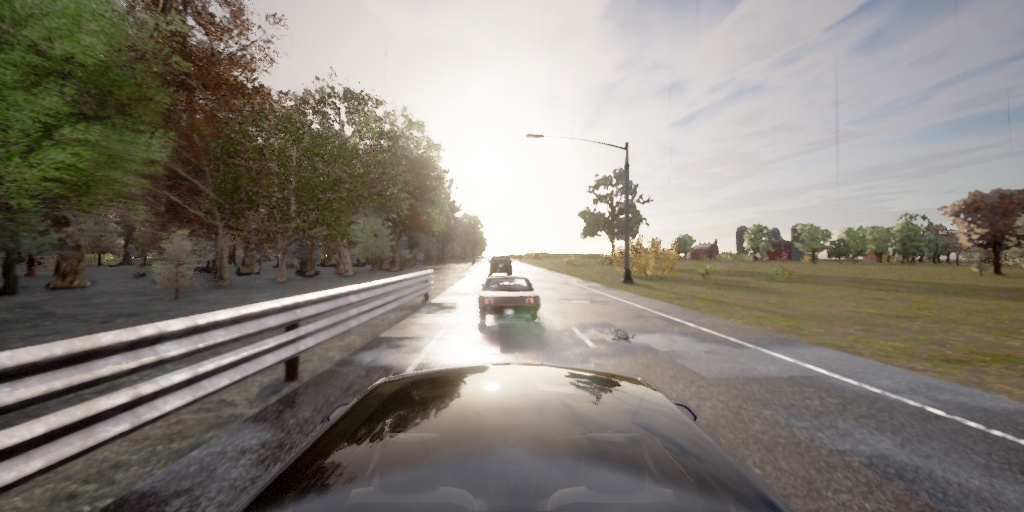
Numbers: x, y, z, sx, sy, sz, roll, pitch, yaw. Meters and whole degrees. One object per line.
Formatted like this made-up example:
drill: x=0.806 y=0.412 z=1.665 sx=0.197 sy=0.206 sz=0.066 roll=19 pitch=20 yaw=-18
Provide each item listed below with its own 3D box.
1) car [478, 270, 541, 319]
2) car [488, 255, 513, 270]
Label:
car: x=-0.165 y=1.348 z=12.728 sx=1.895 sy=1.301 sz=4.718 roll=0 pitch=0 yaw=-2
car: x=-1.079 y=0.976 z=34.340 sx=2.150 sy=2.045 sz=5.566 roll=0 pitch=0 yaw=-2
